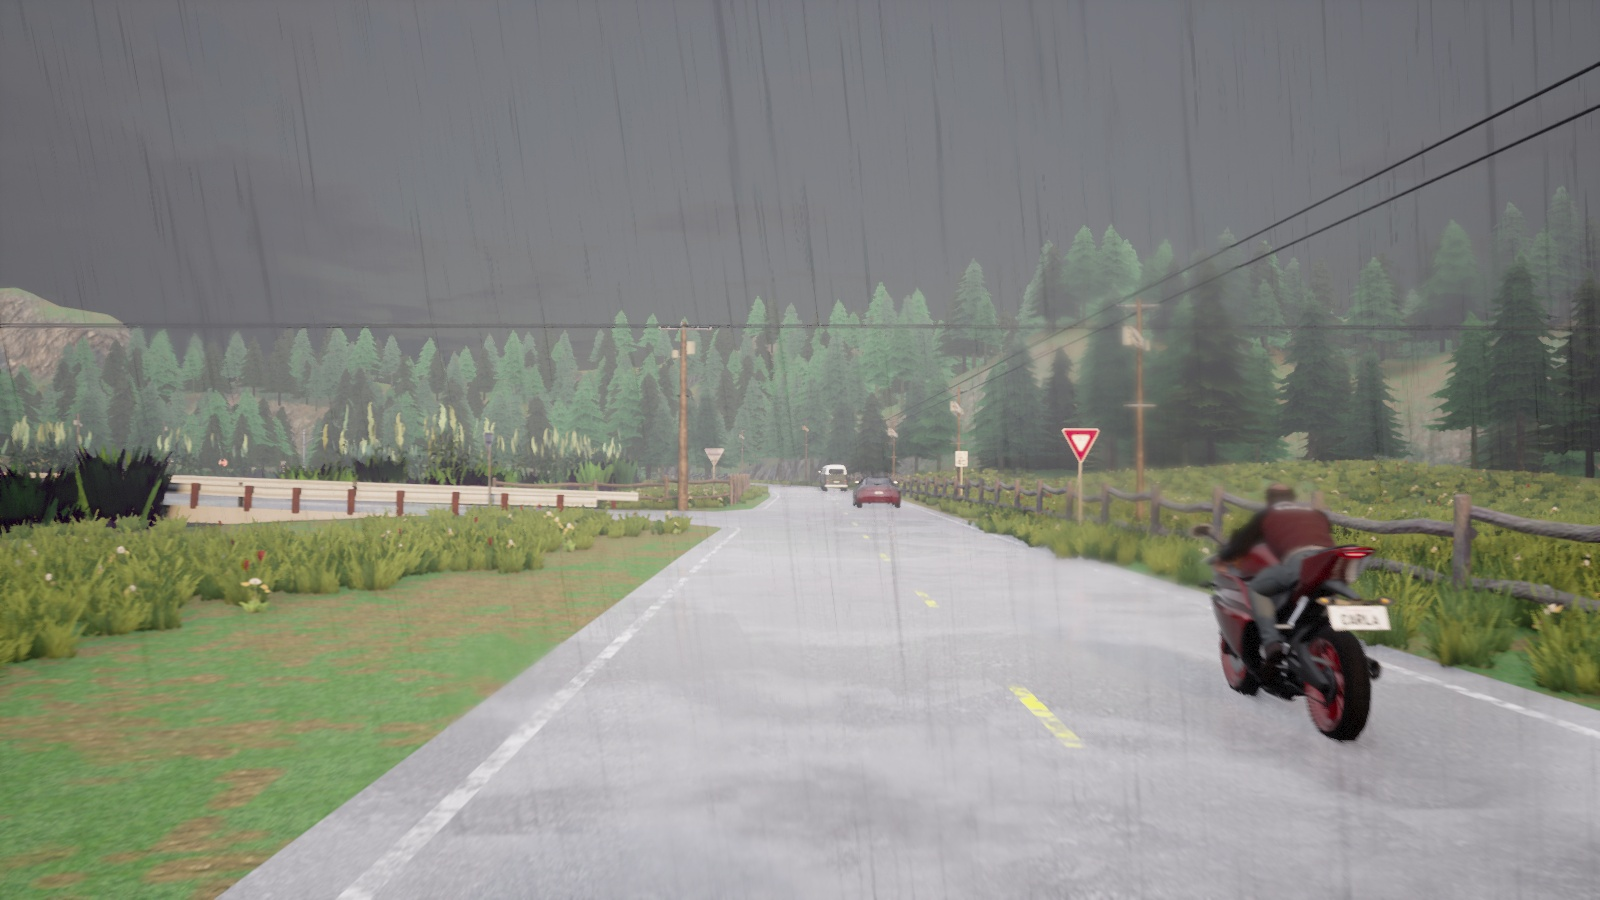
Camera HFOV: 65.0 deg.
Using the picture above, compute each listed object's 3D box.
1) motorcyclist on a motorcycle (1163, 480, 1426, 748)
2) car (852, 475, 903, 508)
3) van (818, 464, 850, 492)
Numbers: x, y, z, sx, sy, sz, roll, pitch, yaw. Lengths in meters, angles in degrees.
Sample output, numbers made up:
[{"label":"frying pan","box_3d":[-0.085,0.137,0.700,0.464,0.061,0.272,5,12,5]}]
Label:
[{"label":"motorcyclist on a motorcycle","box_3d":[3.179,0.977,8.370,0.866,1.530,2.191,0,-1,0]},{"label":"car","box_3d":[3.389,1.796,55.599,1.994,1.385,4.181,0,-1,0]},{"label":"van","box_3d":[2.597,2.155,97.234,2.069,2.038,4.480,0,-1,-4]}]
